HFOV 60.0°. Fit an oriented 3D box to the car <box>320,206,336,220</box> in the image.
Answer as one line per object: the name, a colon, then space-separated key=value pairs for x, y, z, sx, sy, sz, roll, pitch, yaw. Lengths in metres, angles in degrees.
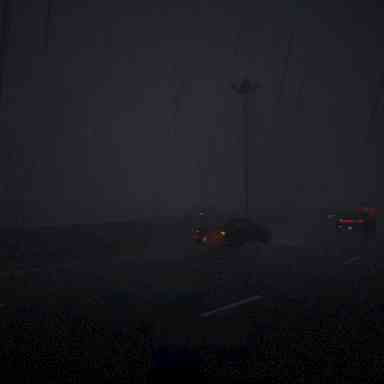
car: x=15.002 y=2.266 z=36.047 sx=1.837 sy=1.490 sz=4.892 roll=-1 pitch=-2 yaw=25

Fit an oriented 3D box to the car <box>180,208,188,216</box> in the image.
car: x=0.645 y=2.678 z=46.691 sx=2.128 sy=1.511 sz=4.902 roll=-1 pitch=-2 yaw=21

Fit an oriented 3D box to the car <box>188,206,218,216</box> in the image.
car: x=1.682 y=2.500 z=40.692 sx=1.837 sy=1.490 sz=4.892 roll=-1 pitch=-2 yaw=26

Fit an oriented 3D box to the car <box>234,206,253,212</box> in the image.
car: x=6.680 y=2.533 z=43.055 sx=1.812 sy=1.442 sz=4.674 roll=-1 pitch=-2 yaw=23

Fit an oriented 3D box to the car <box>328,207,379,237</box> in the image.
car: x=10.599 y=1.932 z=21.365 sx=2.128 sy=1.511 sz=4.902 roll=-1 pitch=-2 yaw=35

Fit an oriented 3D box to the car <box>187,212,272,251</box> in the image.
car: x=2.121 y=1.912 z=16.162 sx=1.812 sy=1.442 sz=4.674 roll=-2 pitch=-2 yaw=42

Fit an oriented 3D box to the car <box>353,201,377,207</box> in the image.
car: x=18.966 y=1.958 z=36.385 sx=2.150 sy=2.045 sz=5.566 roll=-1 pitch=-1 yaw=24

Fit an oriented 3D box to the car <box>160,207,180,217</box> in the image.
car: x=-2.625 y=2.823 z=47.933 sx=2.033 sy=1.411 sz=5.357 roll=-1 pitch=-2 yaw=21
